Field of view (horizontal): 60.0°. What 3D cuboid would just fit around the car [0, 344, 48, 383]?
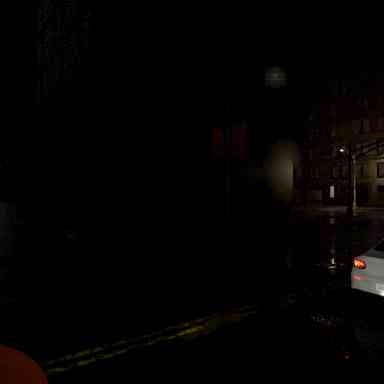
[{"bbox_3d":[-3.166,1.476,1.187,5.008,1.535,1.882,0,0,-35],"label":"car"}]

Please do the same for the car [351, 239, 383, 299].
[{"bbox_3d":[5.265,1.531,7.189,4.674,1.442,1.812,0,0,-35],"label":"car"}]
